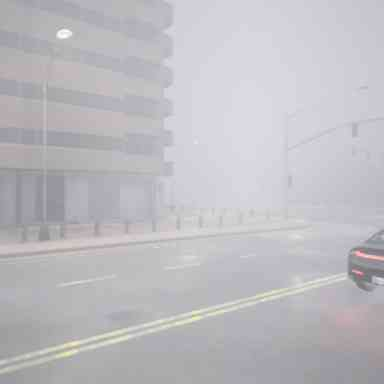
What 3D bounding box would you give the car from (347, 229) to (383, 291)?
[{"bbox_3d":[5.607,1.500,7.787,4.902,1.511,2.128,0,0,-35],"label":"car"}]
